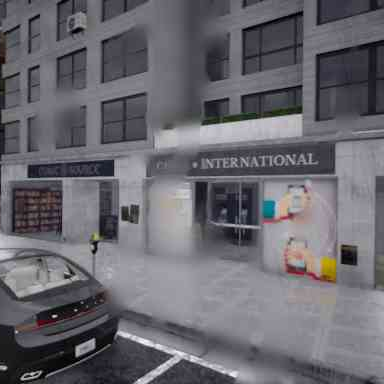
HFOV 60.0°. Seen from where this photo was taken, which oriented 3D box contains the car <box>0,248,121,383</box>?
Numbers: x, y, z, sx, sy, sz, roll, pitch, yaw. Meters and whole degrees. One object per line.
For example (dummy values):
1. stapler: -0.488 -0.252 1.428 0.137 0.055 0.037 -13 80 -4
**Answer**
1. car: -3.001 1.553 5.088 4.403 1.369 2.008 0 1 35
